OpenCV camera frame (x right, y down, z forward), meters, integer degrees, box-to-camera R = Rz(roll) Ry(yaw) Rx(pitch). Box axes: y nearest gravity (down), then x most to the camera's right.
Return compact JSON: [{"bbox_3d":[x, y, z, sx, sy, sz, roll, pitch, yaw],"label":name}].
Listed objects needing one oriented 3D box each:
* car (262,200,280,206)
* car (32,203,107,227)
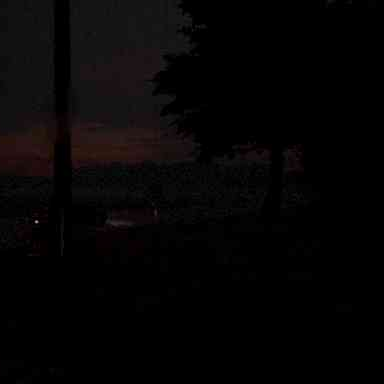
[{"bbox_3d":[12.976,1.561,54.257,1.812,1.442,4.674,3,1,30],"label":"car"},{"bbox_3d":[-7.846,1.503,21.795,1.837,1.490,4.892,3,2,35],"label":"car"}]
